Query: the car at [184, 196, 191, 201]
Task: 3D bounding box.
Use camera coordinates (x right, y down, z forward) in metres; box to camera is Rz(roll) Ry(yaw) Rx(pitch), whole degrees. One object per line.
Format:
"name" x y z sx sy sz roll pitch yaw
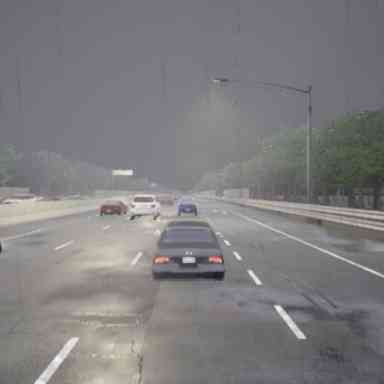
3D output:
"car" -1.272 1.818 89.779 1.994 1.385 4.181 0 0 -1

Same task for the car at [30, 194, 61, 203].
"car" -18.125 1.422 42.182 2.097 1.767 4.553 0 0 0

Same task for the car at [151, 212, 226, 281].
"car" -0.104 1.563 9.879 2.033 1.411 5.357 0 0 -1

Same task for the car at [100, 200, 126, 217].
"car" -7.405 1.533 31.926 1.882 1.535 5.008 0 0 -1

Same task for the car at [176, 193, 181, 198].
"car" -4.707 1.598 85.458 2.097 1.767 4.553 0 0 -1

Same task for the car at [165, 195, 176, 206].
"car" -4.298 1.497 58.225 2.097 1.767 4.553 0 0 -1

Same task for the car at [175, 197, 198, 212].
"car" -0.444 1.552 34.530 1.882 1.535 5.008 0 0 -1

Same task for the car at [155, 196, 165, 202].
"car" -8.208 1.777 85.470 2.033 1.411 5.357 0 0 -1

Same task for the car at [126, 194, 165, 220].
"car" -3.855 1.274 28.600 2.150 2.045 5.566 0 0 -1

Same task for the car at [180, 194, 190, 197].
"car" -0.849 1.641 61.714 1.882 1.535 5.008 0 0 -1

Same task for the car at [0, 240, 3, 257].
"car" -7.093 1.529 8.978 1.812 1.442 4.674 0 0 -1

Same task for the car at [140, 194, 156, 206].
"car" -7.826 1.367 60.006 2.150 2.045 5.566 0 0 -1

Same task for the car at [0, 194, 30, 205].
"car" -21.618 1.283 41.926 2.150 2.045 5.566 0 0 0
